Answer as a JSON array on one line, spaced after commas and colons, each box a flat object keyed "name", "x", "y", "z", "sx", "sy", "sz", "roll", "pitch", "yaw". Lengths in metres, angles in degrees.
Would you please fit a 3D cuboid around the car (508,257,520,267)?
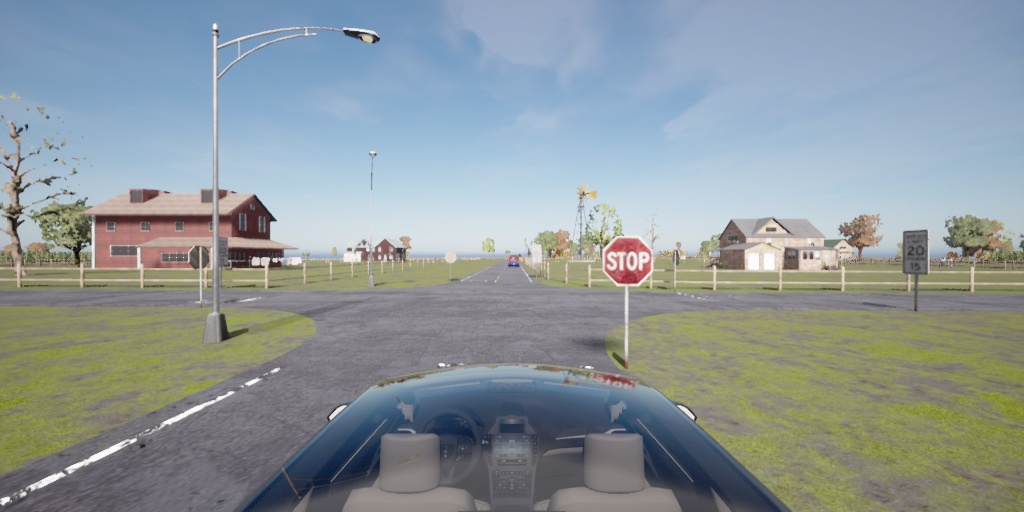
[{"name": "car", "x": 0.335, "y": 1.266, "z": 62.836, "sx": 1.994, "sy": 1.385, "sz": 4.181, "roll": 0, "pitch": 0, "yaw": 1}]
